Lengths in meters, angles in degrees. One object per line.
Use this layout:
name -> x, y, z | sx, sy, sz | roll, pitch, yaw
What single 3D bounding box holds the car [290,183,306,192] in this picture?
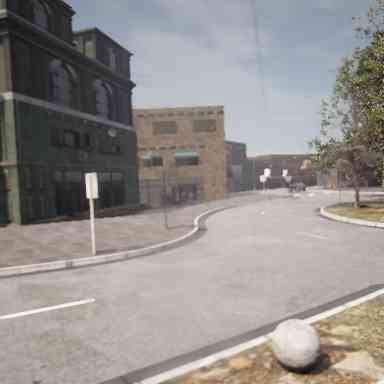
car -> 17.845, -0.832, 56.218 | 2.128, 1.511, 4.902 | -3, 1, 4
